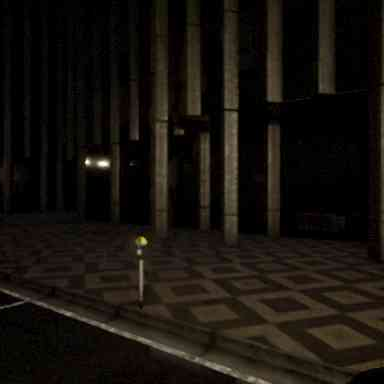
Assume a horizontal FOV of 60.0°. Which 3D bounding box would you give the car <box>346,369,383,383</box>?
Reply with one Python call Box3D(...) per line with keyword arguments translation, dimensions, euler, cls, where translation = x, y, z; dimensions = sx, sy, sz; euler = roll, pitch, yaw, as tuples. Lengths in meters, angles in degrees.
Box3D(translation=(2.635, 1.570, 1.202), dimensions=(4.313, 1.339, 1.947), euler=(0, 0, 35), cls="car")
